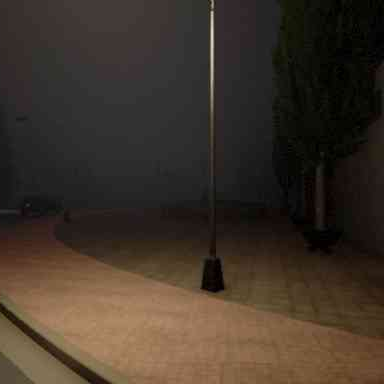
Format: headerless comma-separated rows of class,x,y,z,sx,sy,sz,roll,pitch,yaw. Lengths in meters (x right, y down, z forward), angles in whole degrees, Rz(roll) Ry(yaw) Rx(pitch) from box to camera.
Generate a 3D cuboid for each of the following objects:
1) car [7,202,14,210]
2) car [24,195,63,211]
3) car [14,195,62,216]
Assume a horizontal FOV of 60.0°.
car,-24.420,1.635,48.174,2.097,1.767,4.553,0,0,13
car,-21.018,1.505,47.354,2.150,2.045,5.566,0,0,13
car,-15.978,1.436,35.422,2.150,2.045,5.566,0,0,4
